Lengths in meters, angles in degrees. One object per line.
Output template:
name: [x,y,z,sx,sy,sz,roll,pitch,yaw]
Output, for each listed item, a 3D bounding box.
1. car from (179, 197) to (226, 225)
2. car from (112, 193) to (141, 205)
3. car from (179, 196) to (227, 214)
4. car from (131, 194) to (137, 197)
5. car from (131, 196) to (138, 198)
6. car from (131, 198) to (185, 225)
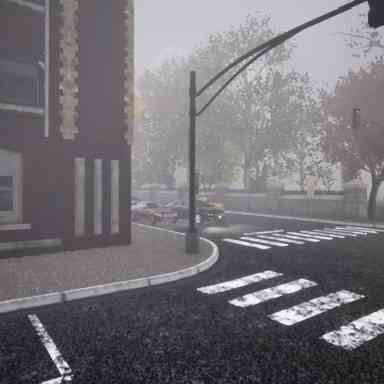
car: [0.145,1.207,21.668,1.837,1.490,4.892,0,1,-39]
car: [-8.693,0.864,43.860,2.008,1.369,4.403,1,0,-36]
car: [0.934,1.129,30.532,1.752,1.417,4.829,1,0,-36]
car: [-5.705,1.029,29.816,1.837,1.490,4.892,0,1,-36]
car: [-5.764,1.158,25.492,1.802,1.307,4.206,2,0,-36]
car: [-2.523,1.257,21.004,1.802,1.307,4.206,2,0,-36]
